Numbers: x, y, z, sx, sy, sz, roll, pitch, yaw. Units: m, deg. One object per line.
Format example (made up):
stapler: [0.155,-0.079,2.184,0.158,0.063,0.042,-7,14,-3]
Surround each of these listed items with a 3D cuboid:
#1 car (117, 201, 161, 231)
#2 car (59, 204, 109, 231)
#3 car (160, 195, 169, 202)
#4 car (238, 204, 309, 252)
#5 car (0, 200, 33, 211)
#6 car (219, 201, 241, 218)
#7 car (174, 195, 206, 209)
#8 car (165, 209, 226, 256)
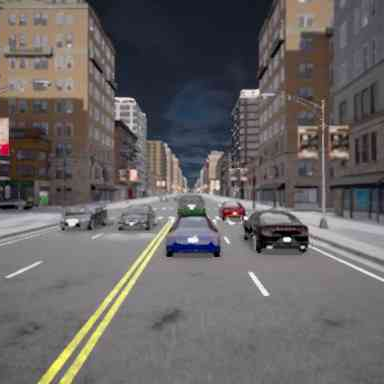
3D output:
car: [-3.282,1.518,20.581,1.837,1.490,4.892,0,0,1]
car: [-6.532,1.504,20.617,2.128,1.511,4.902,0,0,1]
car: [-6.445,1.553,77.762,2.128,1.511,4.902,0,0,0]
car: [3.314,1.486,13.975,1.882,1.535,5.008,0,0,0]
car: [-22.096,1.603,41.345,4.313,1.339,1.947,0,0,0]
car: [3.315,1.493,27.931,1.882,1.535,5.008,0,0,1]
car: [-0.104,1.235,26.434,2.150,2.045,5.566,0,0,-2]
car: [0.058,1.572,13.107,1.994,1.385,4.181,0,0,1]
